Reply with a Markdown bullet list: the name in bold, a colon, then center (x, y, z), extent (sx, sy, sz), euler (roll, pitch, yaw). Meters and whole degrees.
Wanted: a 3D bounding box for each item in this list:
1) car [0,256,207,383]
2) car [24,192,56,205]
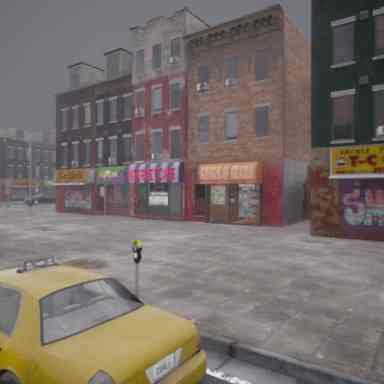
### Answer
- **car**: center (-2.131, 1.525, 4.317), extent (4.829, 1.417, 1.752), euler (0, 0, 35)
- **car**: center (-19.408, 0.848, 43.480), extent (1.837, 1.490, 4.892), euler (0, 2, 35)
